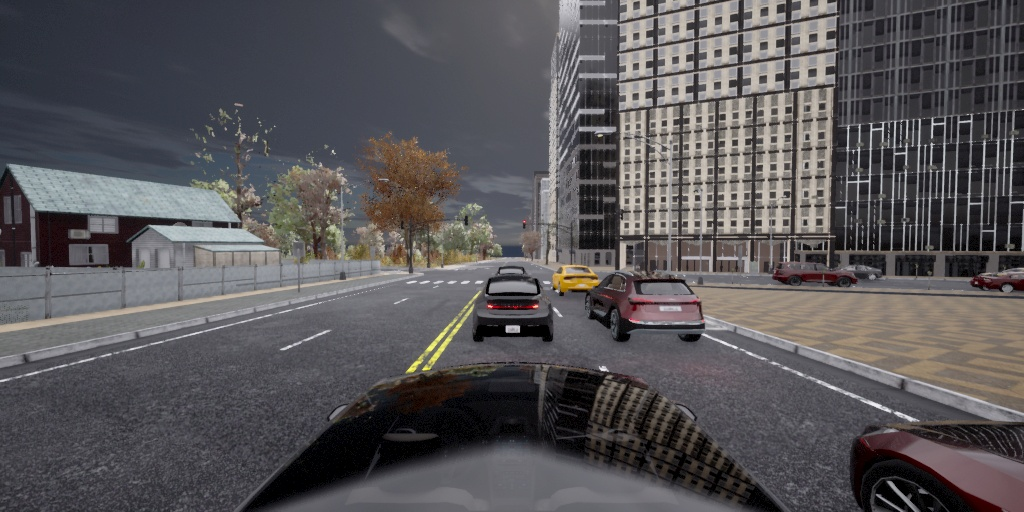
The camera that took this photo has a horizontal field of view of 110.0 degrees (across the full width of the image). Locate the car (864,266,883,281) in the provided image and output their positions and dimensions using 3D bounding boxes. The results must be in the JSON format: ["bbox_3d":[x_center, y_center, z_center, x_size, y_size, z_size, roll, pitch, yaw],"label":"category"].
[{"bbox_3d":[30.991,1.468,32.940,4.403,1.370,2.007,0,0,20],"label":"car"}]

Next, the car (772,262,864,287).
[{"bbox_3d":[22.968,1.393,27.477,5.009,1.841,2.192,0,0,20],"label":"car"}]

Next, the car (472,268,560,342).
[{"bbox_3d":[0.030,1.252,9.774,1.837,1.490,4.892,0,0,0],"label":"car"}]

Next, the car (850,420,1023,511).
[{"bbox_3d":[3.352,1.254,0.529,2.163,1.488,4.792,0,0,0],"label":"car"}]

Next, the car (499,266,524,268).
[{"bbox_3d":[-0.030,1.251,18.441,1.837,1.490,4.892,0,0,0],"label":"car"}]

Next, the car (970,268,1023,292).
[{"bbox_3d":[33.621,1.715,23.598,4.507,1.381,1.888,0,0,20],"label":"car"}]

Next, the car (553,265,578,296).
[{"bbox_3d":[3.285,1.224,19.253,1.882,1.535,5.008,0,0,0],"label":"car"}]

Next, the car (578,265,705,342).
[{"bbox_3d":[3.335,1.177,9.790,2.033,1.649,4.856,0,0,0],"label":"car"}]
